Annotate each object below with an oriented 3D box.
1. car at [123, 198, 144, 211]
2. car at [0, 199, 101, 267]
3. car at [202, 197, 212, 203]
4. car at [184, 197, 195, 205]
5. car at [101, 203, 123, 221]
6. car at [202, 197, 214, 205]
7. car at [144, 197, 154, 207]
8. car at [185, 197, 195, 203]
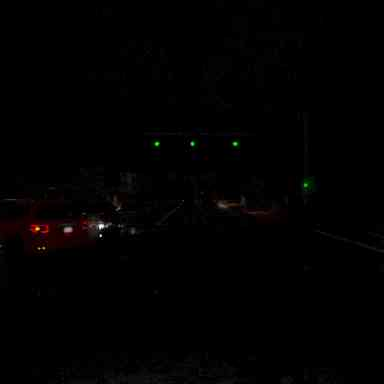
[{"bbox_3d":[-7.675,1.660,42.333,1.812,1.442,4.674,0,0,0],"label":"car"},{"bbox_3d":[-6.017,1.259,11.774,5.566,2.045,2.150,0,-1,35],"label":"car"},{"bbox_3d":[3.096,1.687,70.980,1.994,1.385,4.181,0,0,0],"label":"car"},{"bbox_3d":[-0.459,1.762,62.717,1.994,1.385,4.181,0,0,0],"label":"car"},{"bbox_3d":[-7.778,1.639,28.824,2.033,1.411,5.357,0,0,0],"label":"car"},{"bbox_3d":[3.041,1.762,62.694,1.994,1.385,4.181,0,0,0],"label":"car"},{"bbox_3d":[-7.560,1.654,55.845,1.882,1.535,5.008,0,0,1],"label":"car"},{"bbox_3d":[-0.404,1.697,71.075,1.994,1.385,4.181,0,0,0],"label":"car"}]
